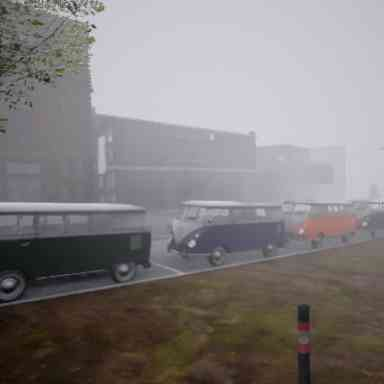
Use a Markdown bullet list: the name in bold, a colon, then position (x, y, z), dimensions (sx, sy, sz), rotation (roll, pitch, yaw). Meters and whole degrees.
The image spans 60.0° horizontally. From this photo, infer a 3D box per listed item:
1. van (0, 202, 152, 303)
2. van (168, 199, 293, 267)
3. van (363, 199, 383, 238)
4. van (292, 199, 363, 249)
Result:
- **van**: position (-3.218, 1.243, 7.968), dimensions (4.442, 1.987, 1.878), rotation (2, 0, -38)
- **van**: position (1.223, 1.279, 11.346), dimensions (4.442, 1.987, 1.878), rotation (2, 0, -39)
- **van**: position (9.776, 1.383, 18.552), dimensions (4.442, 1.987, 1.878), rotation (2, 1, -45)
- **van**: position (5.560, 1.326, 14.874), dimensions (4.442, 1.987, 1.878), rotation (2, 0, -39)
